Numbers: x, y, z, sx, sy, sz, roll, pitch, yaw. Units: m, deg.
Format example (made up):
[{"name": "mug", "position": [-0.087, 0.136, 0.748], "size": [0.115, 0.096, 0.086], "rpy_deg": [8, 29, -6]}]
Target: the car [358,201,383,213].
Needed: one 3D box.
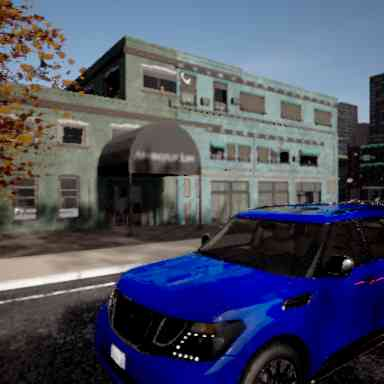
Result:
[{"name": "car", "position": [23.087, 1.839, 40.844], "size": [1.947, 1.339, 4.313], "rpy_deg": [-1, 0, -36]}]

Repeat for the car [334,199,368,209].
[{"name": "car", "position": [25.109, 1.843, 52.583], "size": [2.008, 1.369, 4.403], "rpy_deg": [-1, 0, -36]}]

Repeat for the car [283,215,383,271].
[{"name": "car", "position": [5.492, 1.607, 11.667], "size": [4.718, 1.301, 1.895], "rpy_deg": [0, 0, -36]}]

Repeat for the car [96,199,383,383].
[{"name": "car", "position": [1.533, 1.226, 4.802], "size": [5.566, 2.045, 2.150], "rpy_deg": [0, 0, -36]}]
